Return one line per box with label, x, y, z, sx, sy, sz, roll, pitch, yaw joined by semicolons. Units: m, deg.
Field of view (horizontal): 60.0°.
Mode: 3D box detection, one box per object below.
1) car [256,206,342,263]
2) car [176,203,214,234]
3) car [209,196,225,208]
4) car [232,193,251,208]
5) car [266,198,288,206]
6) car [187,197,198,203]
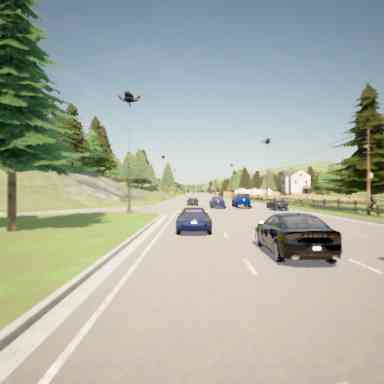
car;3.605;1.478;12.075;1.882;1.535;5.008;0;0;0
car;0.107;1.566;19.297;1.994;1.385;4.181;0;0;0
car;3.616;1.356;48.341;2.097;1.767;4.553;0;0;0
car;7.118;1.225;48.354;2.150;2.045;5.566;0;0;0
car;10.616;1.495;41.713;2.128;1.511;4.902;0;0;0
car;0.120;1.497;56.025;2.128;1.511;4.902;0;0;0
